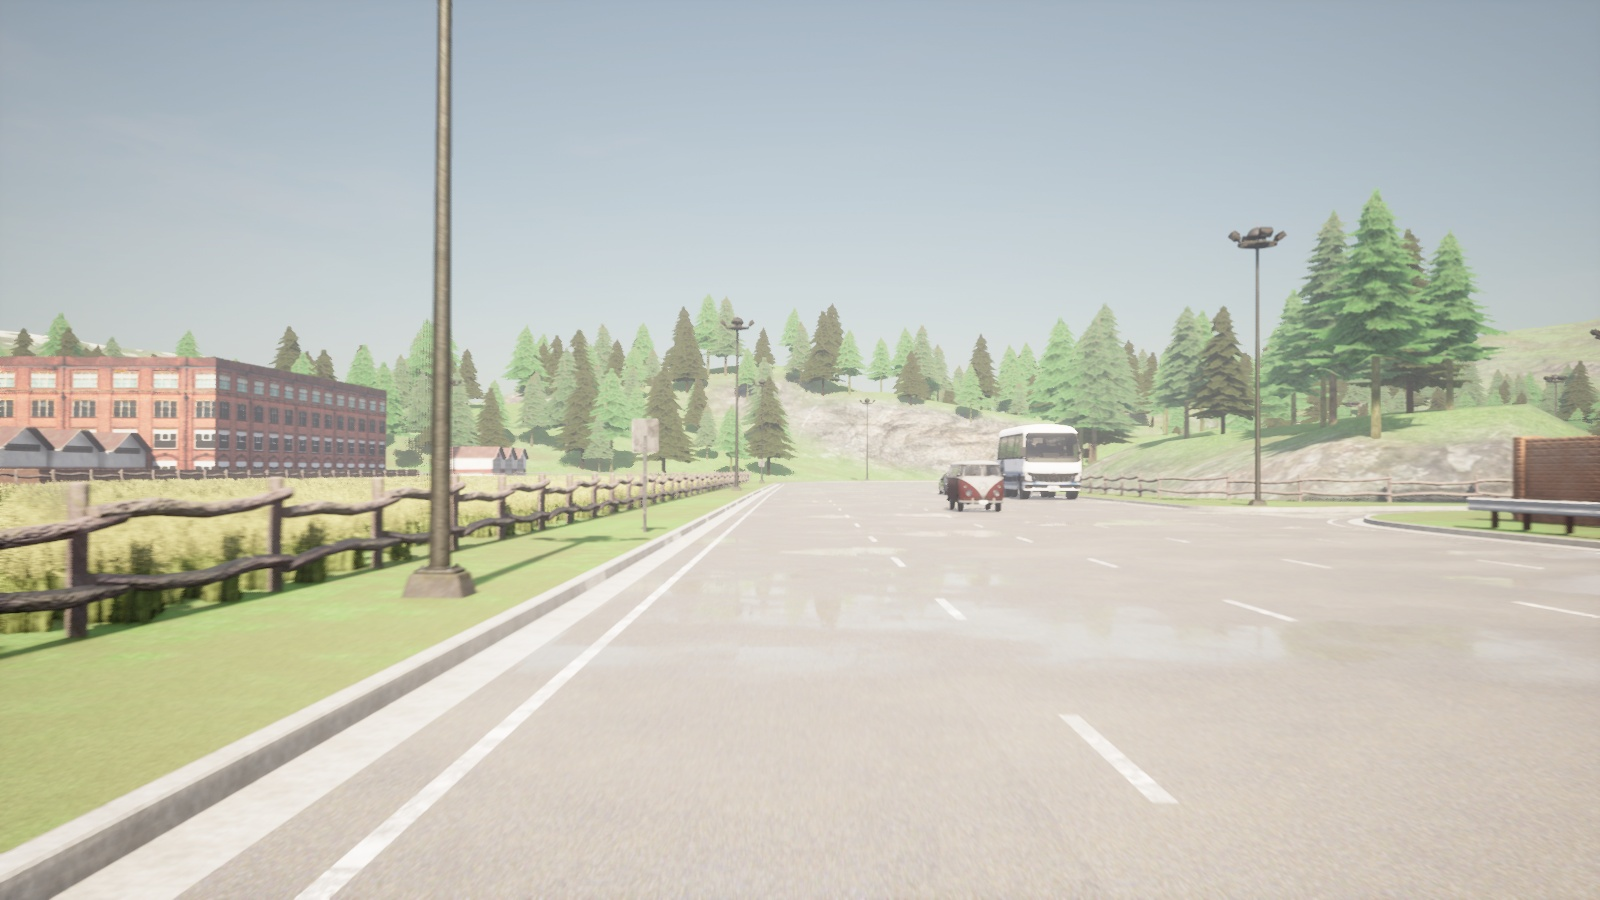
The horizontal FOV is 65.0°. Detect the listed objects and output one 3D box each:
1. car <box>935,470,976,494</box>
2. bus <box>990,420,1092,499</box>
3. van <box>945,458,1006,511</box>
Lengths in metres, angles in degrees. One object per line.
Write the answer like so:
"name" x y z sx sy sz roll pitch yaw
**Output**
"car" 10.315 2.101 83.507 2.128 1.511 4.902 0 -1 0
"bus" 13.817 0.583 73.089 3.944 4.253 10.273 0 -1 0
"van" 6.879 1.353 49.543 1.775 1.987 4.442 0 -1 0
